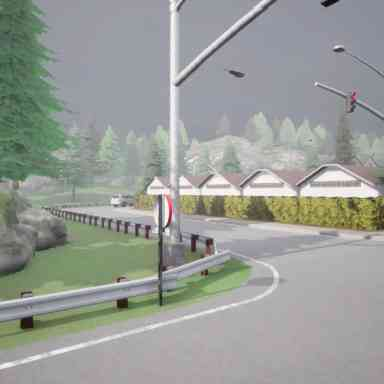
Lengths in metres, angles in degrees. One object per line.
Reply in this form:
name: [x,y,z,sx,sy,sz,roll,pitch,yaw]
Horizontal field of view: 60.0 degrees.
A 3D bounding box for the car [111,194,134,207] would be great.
car: [-10.518,1.398,53.859,2.150,2.045,5.566,0,0,36]
